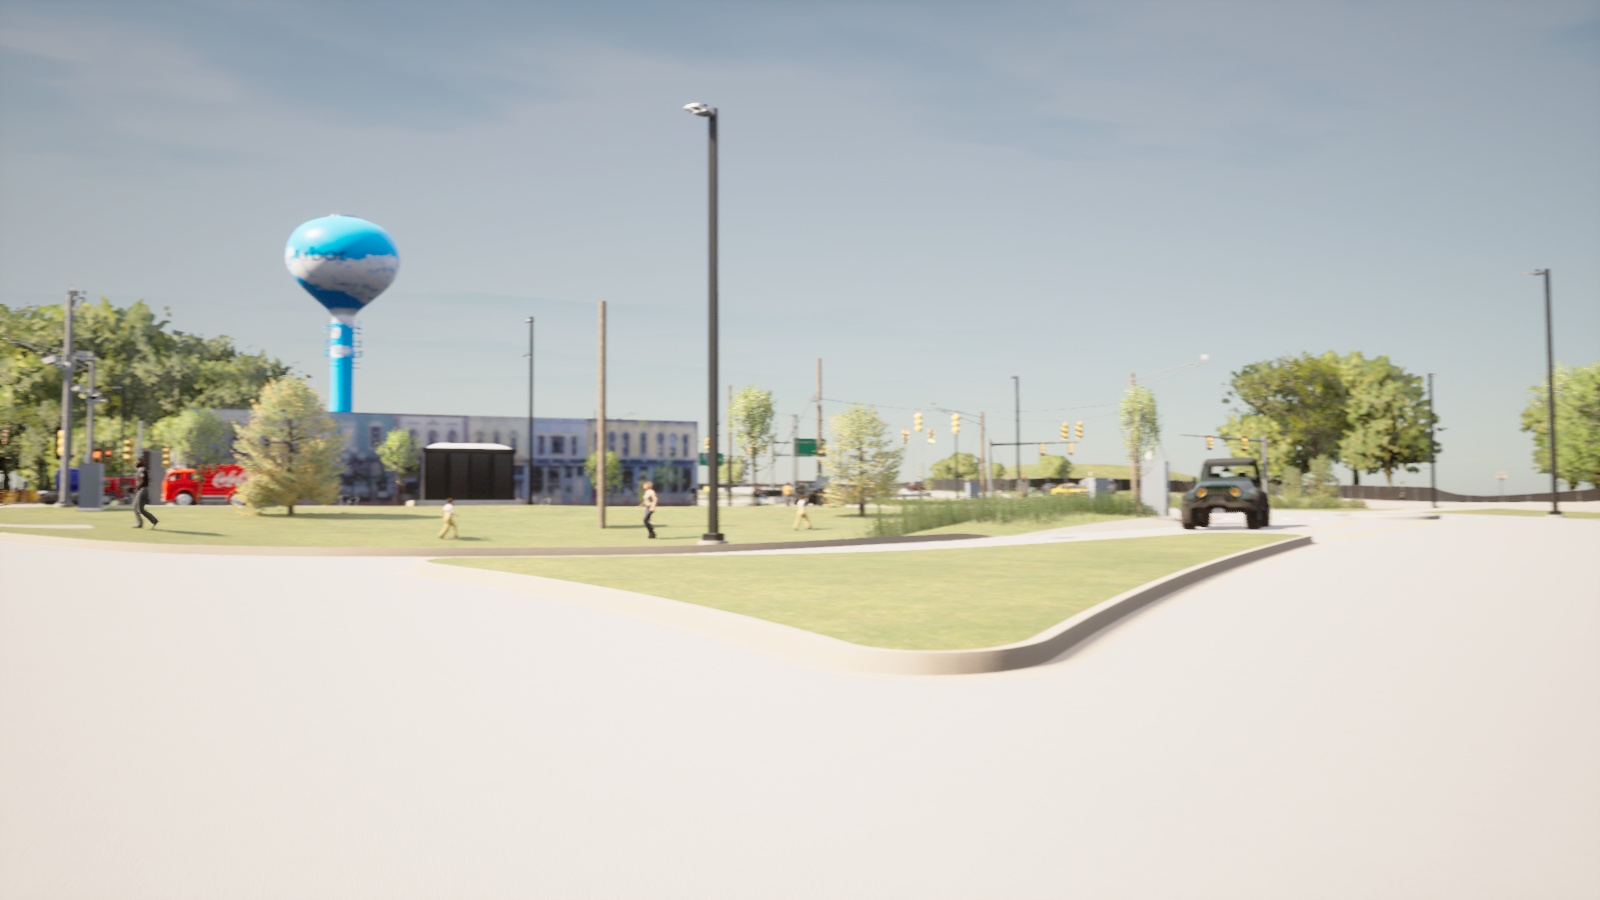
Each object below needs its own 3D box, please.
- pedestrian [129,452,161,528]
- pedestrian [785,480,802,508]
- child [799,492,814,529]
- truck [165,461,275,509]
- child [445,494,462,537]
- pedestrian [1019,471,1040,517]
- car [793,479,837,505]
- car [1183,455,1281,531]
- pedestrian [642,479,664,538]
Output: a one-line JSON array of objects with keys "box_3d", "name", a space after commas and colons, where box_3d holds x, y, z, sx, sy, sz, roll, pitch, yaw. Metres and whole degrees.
[{"box_3d": [-16.812, 1.040, 32.238, 0.666, 1.930, 0.402, 1, -3, -27], "name": "pedestrian"}, {"box_3d": [-0.443, 2.936, 84.031, 0.874, 1.855, 0.900, 1, -3, -24], "name": "pedestrian"}, {"box_3d": [0.206, 2.049, 42.681, 0.437, 1.263, 0.270, 1, -3, -24], "name": "child"}, {"box_3d": [-31.709, 1.953, 68.832, 5.204, 2.467, 2.627, 1, -3, -20], "name": "truck"}, {"box_3d": [-10.356, 1.964, 37.507, 0.437, 1.263, 0.270, 1, -3, -25], "name": "child"}, {"box_3d": [9.292, 1.776, 50.829, 0.540, 1.848, 0.694, 1, -3, -17], "name": "pedestrian"}, {"box_3d": [1.105, 3.143, 93.907, 1.905, 1.878, 3.866, 1, -2, -22], "name": "car"}, {"box_3d": [11.420, 1.127, 33.075, 1.905, 1.878, 3.866, -2, -2, 27], "name": "car"}, {"box_3d": [-4.574, 1.813, 39.003, 0.594, 1.836, 0.345, 1, -3, -25], "name": "pedestrian"}]
